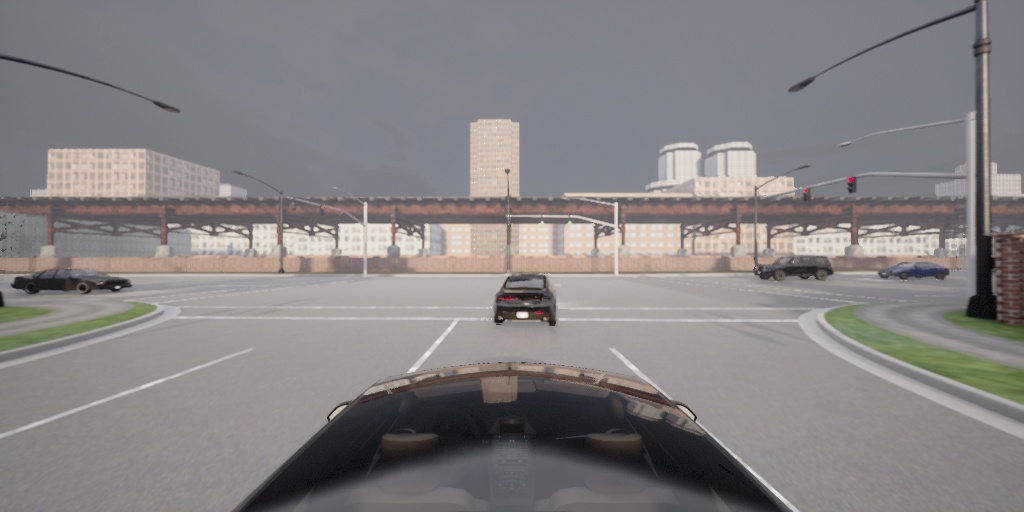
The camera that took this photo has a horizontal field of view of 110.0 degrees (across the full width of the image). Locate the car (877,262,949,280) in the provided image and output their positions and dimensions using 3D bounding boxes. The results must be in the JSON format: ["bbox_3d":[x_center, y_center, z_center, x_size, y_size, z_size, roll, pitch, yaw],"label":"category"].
[{"bbox_3d":[33.314,1.194,29.812,4.674,1.442,1.812,-1,0,2],"label":"car"}]

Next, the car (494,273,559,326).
[{"bbox_3d":[0.581,1.321,12.096,1.837,1.490,4.892,0,1,7],"label":"car"}]

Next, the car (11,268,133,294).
[{"bbox_3d":[-25.299,1.418,20.684,5.357,1.411,2.033,0,0,2],"label":"car"}]

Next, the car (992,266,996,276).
[{"bbox_3d":[42.799,1.005,29.550,4.902,1.511,2.128,-1,0,2],"label":"car"}]

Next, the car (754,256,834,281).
[{"bbox_3d":[23.556,1.008,30.059,5.566,2.045,2.150,-1,0,3],"label":"car"}]
